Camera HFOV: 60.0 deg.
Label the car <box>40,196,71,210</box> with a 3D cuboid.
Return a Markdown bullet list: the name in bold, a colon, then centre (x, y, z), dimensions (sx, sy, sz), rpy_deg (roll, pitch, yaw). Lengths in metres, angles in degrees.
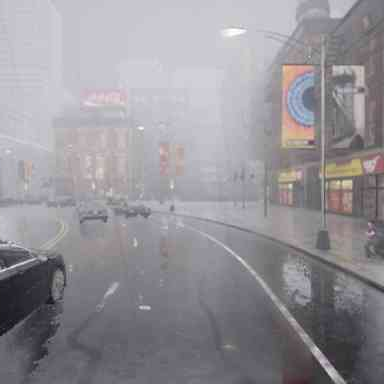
- **car**: centre (-15.765, 1.249, 39.623), dimensions (4.892, 1.490, 1.837), rpy_deg (-2, -1, 39)

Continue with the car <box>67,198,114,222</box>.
- **car**: centre (-7.387, 1.396, 23.823), dimensions (2.033, 1.411, 5.357), rpy_deg (0, 0, -26)

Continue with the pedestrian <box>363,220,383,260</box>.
- **pedestrian**: centre (5.398, 1.359, 9.881), dimensions (0.375, 1.300, 0.375), rpy_deg (0, 0, -3)

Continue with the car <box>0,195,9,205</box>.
- **car**: centre (-29.557, 1.197, 50.999), dimensions (4.674, 1.452, 2.002), rpy_deg (0, 0, 19)

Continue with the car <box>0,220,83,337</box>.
- **car**: centre (-3.487, 1.459, 5.028), dimensions (2.128, 1.511, 4.902), rpy_deg (0, 0, -2)

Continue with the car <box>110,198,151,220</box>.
- **car**: centre (-4.965, 1.433, 26.617), dimensions (1.895, 1.301, 4.718), rpy_deg (0, 0, -28)

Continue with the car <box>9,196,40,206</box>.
- **car**: centre (-24.241, 1.285, 48.860), dimensions (4.718, 1.301, 1.895), rpy_deg (0, 0, 29)
